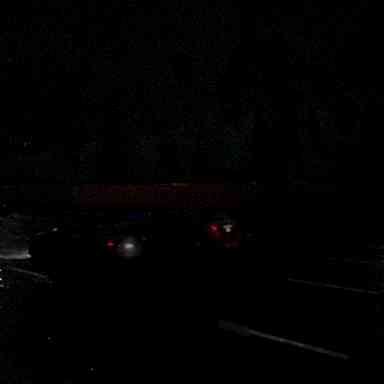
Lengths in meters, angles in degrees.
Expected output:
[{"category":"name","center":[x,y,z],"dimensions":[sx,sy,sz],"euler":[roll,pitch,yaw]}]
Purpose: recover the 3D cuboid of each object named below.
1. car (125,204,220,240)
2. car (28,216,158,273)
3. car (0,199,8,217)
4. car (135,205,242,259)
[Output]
[{"category":"car","center":[-1.139,1.475,17.719],"dimensions":[5.008,1.535,1.882],"euler":[0,0,36]},{"category":"car","center":[-3.421,1.562,10.744],"dimensions":[4.181,1.385,1.994],"euler":[0,0,36]},{"category":"car","center":[-18.791,1.345,30.342],"dimensions":[4.553,1.767,2.097],"euler":[0,0,36]},{"category":"car","center":[-0.446,1.350,12.920],"dimensions":[4.553,1.767,2.097],"euler":[0,0,36]}]
